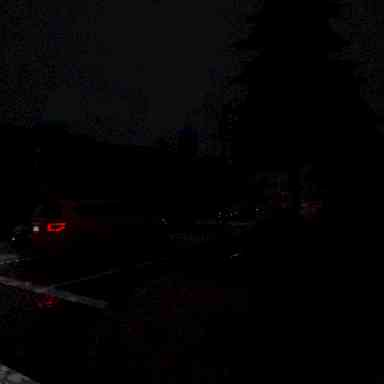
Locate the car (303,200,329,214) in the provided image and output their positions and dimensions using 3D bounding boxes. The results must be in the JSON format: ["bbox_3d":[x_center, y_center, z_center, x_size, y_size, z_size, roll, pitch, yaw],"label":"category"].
[{"bbox_3d":[14.326,1.717,37.790,1.837,1.490,4.892,0,0,30],"label":"car"}]

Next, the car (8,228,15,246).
[{"bbox_3d":[-5.597,1.608,14.990,1.837,1.490,4.892,-1,-1,36],"label":"car"}]

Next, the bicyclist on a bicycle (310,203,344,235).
[{"bbox_3d":[6.856,1.376,16.948,1.656,1.620,0.582,-1,-1,35],"label":"bicyclist on a bicycle"}]

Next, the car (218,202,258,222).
[{"bbox_3d":[4.056,1.681,28.624,1.837,1.490,4.892,0,0,35],"label":"car"}]

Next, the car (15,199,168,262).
[{"bbox_3d":[-3.371,1.296,12.858,2.150,2.045,5.566,-1,-1,38],"label":"car"}]

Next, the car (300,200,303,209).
[{"bbox_3d":[15.031,1.809,46.370,1.812,1.442,4.674,0,-1,27],"label":"car"}]
